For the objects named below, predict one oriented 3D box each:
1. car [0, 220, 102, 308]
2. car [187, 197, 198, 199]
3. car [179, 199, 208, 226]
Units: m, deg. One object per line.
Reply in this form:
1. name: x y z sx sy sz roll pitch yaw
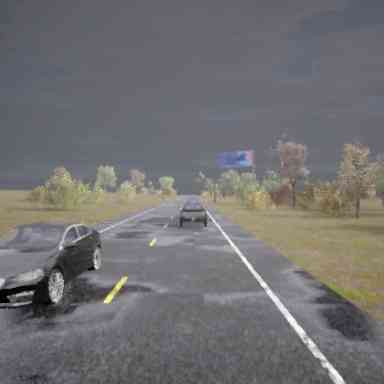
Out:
1. car: -3.598 1.501 8.119 2.128 1.511 4.902 0 0 0
2. car: 0.089 1.408 41.647 2.097 1.767 4.553 0 0 0
3. car: 0.094 1.520 23.388 2.128 1.511 4.902 0 0 0
